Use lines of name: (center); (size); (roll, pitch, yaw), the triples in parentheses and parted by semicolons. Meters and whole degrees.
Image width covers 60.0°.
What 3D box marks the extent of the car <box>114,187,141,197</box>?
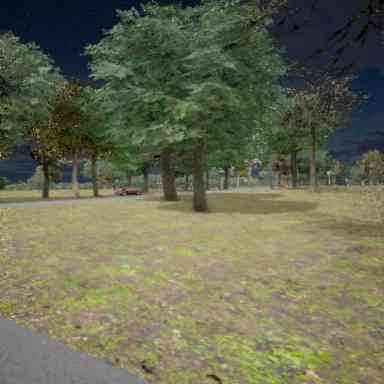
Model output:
car: (-10.727, 0.025, 55.739); (1.882, 1.535, 5.008); (-1, 2, 38)
